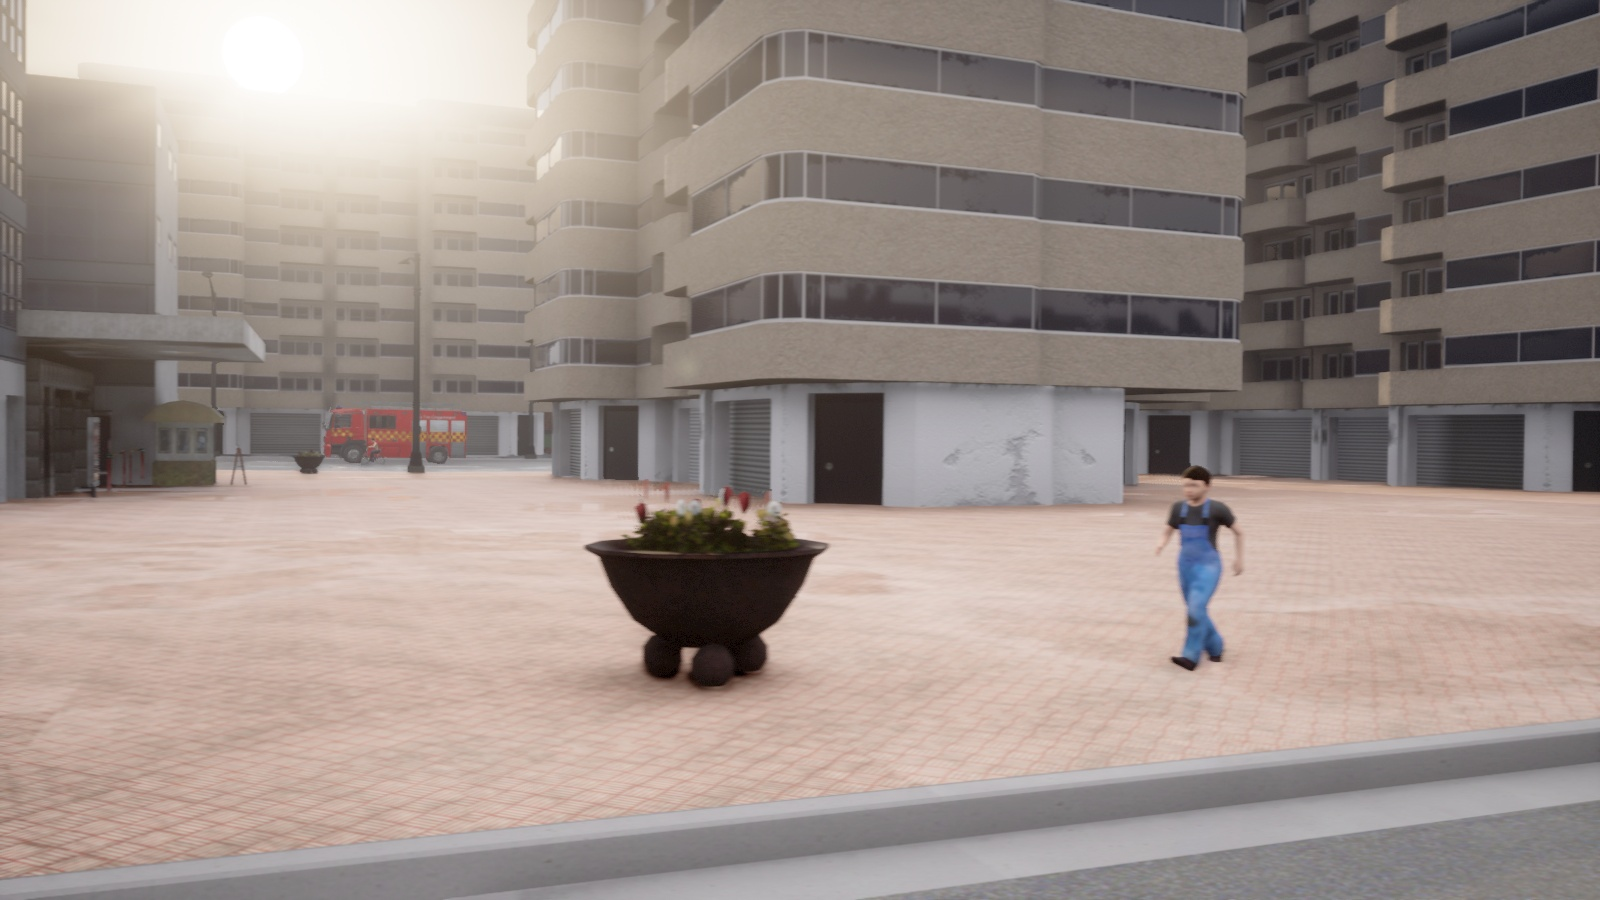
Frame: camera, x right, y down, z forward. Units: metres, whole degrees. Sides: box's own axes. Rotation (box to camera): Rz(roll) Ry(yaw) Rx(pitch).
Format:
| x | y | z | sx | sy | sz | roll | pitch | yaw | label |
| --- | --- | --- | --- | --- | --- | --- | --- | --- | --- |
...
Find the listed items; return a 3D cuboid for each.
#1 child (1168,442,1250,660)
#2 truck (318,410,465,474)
| x | y | z | sx | sy | sz | roll | pitch | yaw | label |
| --- | --- | --- | --- | --- | --- | --- | --- | --- | --- |
| 2.454 | 0.584 | 7.537 | 0.437 | 1.263 | 0.270 | -1 | 1 | -40 | child |
| -25.485 | -0.523 | 78.361 | 8.468 | 3.827 | 2.891 | -1 | 1 | -22 | truck |
